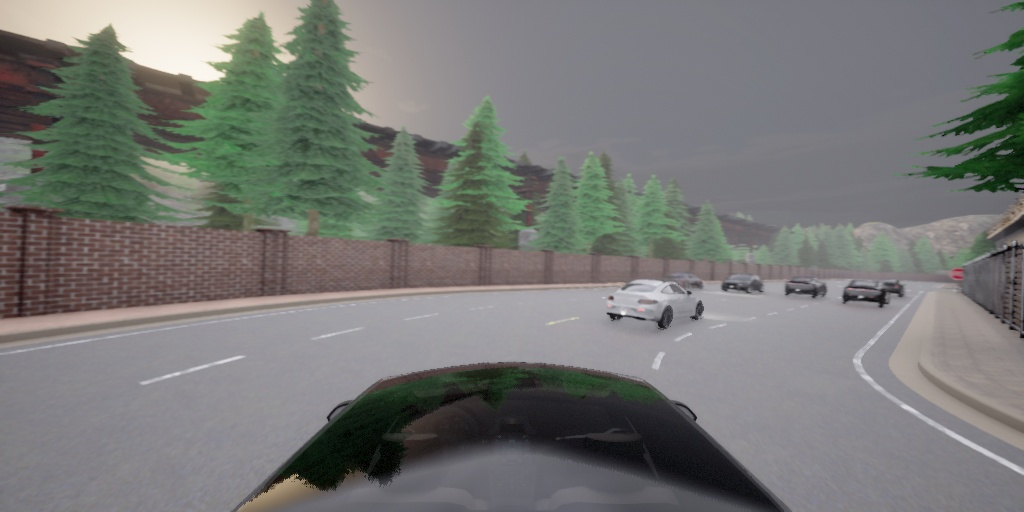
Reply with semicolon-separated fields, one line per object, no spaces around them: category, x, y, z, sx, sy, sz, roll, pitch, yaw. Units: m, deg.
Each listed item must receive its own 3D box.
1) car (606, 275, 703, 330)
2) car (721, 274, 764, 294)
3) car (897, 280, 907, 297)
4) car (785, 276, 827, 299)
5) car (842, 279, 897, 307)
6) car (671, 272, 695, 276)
car;4.973;1.534;12.360;1.812;1.442;4.674;2;-1;45
car;18.507;2.170;28.683;4.892;1.490;1.837;3;-1;-40
car;34.583;2.888;32.938;4.892;1.490;1.837;3;0;-40
car;22.204;2.310;27.062;4.902;1.511;2.128;3;0;-40
car;22.400;2.301;22.649;4.902;1.511;2.128;3;0;-40
car;13.929;2.030;29.438;4.181;1.385;1.994;3;0;-40
